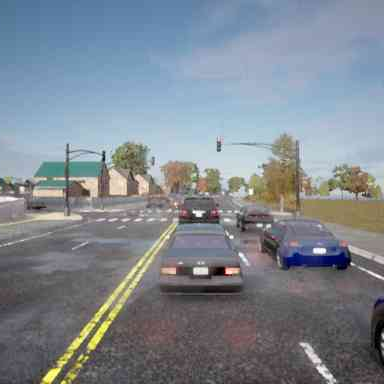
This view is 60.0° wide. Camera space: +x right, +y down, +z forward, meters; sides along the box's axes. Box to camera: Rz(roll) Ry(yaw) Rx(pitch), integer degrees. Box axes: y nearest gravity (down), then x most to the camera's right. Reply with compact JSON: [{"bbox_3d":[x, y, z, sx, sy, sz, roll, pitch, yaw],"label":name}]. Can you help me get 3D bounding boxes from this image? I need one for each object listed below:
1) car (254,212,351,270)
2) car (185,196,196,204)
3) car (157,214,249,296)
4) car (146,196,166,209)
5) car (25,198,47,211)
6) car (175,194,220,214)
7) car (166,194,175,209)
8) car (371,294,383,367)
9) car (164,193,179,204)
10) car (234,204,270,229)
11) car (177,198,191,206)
[{"bbox_3d":[3.496,1.566,11.038,1.994,1.385,4.181,0,0,1],"label":"car"},{"bbox_3d":[-0.253,1.630,69.256,1.812,1.442,4.674,0,0,4],"label":"car"},{"bbox_3d":[0.201,1.549,8.827,2.033,1.411,5.357,0,0,1],"label":"car"},{"bbox_3d":[-5.138,1.617,46.661,1.994,1.385,4.181,0,0,4],"label":"car"},{"bbox_3d":[-18.271,1.302,36.044,5.357,1.411,2.033,1,-1,24],"label":"car"},{"bbox_3d":[0.414,1.230,19.074,2.150,2.045,5.566,0,0,1],"label":"car"},{"bbox_3d":[-1.907,1.402,46.330,2.097,1.767,4.553,0,0,3],"label":"car"},{"bbox_3d":[3.383,1.352,2.518,2.097,1.767,4.553,0,0,0],"label":"car"},{"bbox_3d":[-3.895,1.320,64.904,2.150,2.045,5.566,0,0,5],"label":"car"},{"bbox_3d":[3.681,1.512,19.930,1.837,1.490,4.892,0,0,3],"label":"car"},{"bbox_3d":[-1.286,1.671,56.300,1.895,1.301,4.718,0,0,4],"label":"car"}]
